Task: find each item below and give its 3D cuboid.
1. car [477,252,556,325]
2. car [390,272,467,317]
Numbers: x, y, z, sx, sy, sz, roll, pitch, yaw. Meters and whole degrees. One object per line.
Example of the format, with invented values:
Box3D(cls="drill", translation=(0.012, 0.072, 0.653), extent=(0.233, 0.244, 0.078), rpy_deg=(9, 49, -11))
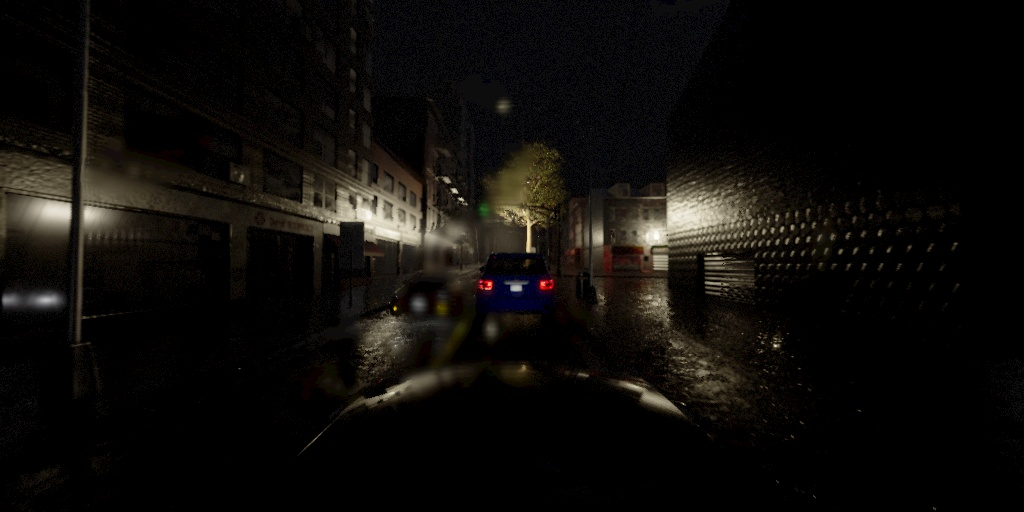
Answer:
Box3D(cls="car", translation=(0.105, 0.927, 11.700), extent=(2.150, 2.045, 5.566), rpy_deg=(0, -1, 0))
Box3D(cls="car", translation=(-2.808, 1.271, 12.797), extent=(1.994, 1.385, 4.181), rpy_deg=(0, 0, 0))
